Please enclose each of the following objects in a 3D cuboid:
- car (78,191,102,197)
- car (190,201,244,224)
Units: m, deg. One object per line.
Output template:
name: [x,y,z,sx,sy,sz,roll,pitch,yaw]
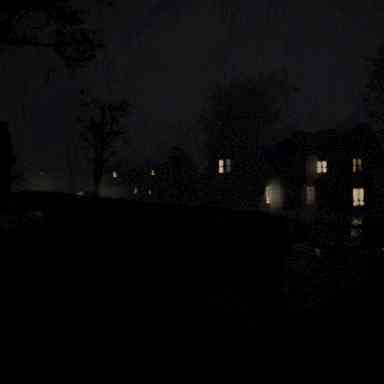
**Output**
car: [-12.313,0.569,39.547,2.033,1.411,5.357,-1,2,-35]
car: [1.715,1.248,20.043,1.895,1.301,4.718,-1,2,-36]
